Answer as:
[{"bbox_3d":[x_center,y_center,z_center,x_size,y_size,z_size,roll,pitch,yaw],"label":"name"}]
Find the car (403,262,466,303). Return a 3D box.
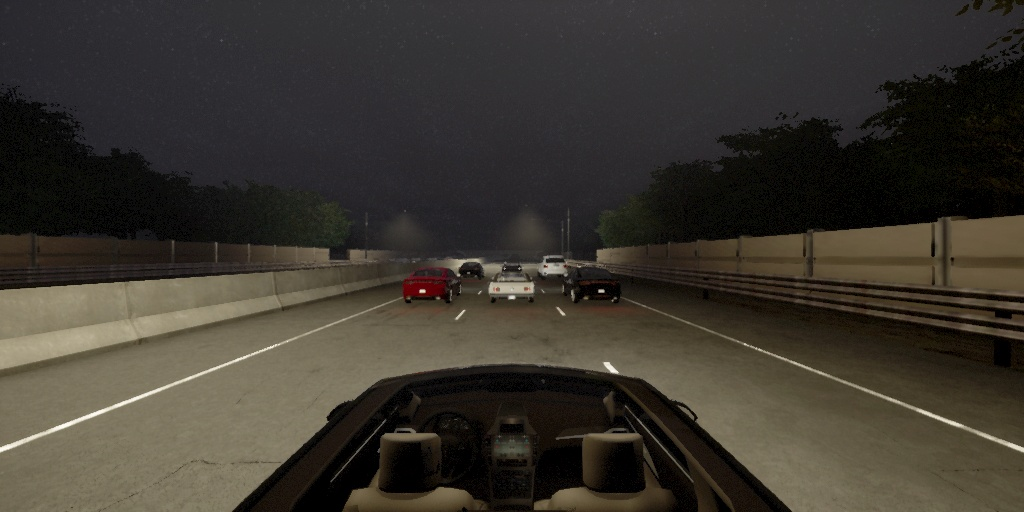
[{"bbox_3d":[-3.500,1.229,16.503,1.882,1.535,5.008,0,0,0],"label":"car"}]

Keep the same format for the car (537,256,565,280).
[{"bbox_3d":[3.500,0.997,31.533,2.150,2.045,5.566,0,0,0],"label":"car"}]

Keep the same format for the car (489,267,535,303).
[{"bbox_3d":[0.000,1.360,16.533,1.895,1.301,4.718,0,0,0],"label":"car"}]

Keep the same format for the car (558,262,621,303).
[{"bbox_3d":[3.500,1.229,16.503,1.882,1.535,5.008,0,0,0],"label":"car"}]

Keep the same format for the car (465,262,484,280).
[{"bbox_3d":[-3.500,1.224,31.504,1.882,1.535,5.008,0,0,0],"label":"car"}]

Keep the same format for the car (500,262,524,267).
[{"bbox_3d":[0.000,1.234,31.504,2.128,1.511,4.902,0,0,0],"label":"car"}]
